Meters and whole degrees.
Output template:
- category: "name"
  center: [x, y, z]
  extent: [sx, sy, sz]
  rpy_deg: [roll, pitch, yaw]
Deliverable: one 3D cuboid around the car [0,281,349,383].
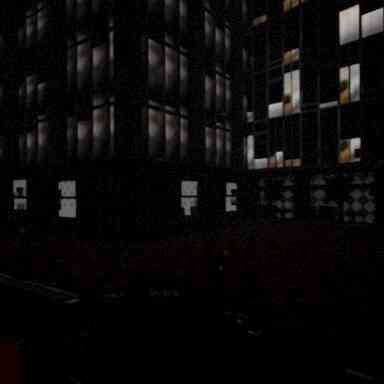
- category: "car"
  center: [-0.641, 1.605, 3.333]
  extent: [4.206, 1.307, 1.802]
  rpy_deg: [-1, 0, 36]
